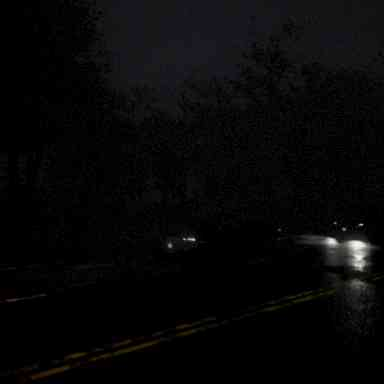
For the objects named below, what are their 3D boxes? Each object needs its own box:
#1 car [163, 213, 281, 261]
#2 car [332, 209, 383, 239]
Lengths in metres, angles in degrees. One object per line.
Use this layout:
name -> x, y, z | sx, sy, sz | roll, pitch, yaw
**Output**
car -> 1.268, 1.555, 12.558 | 4.902, 1.511, 2.128 | 1, 0, -35
car -> 9.846, 1.680, 18.622 | 4.674, 1.442, 1.812 | 1, 0, -34
